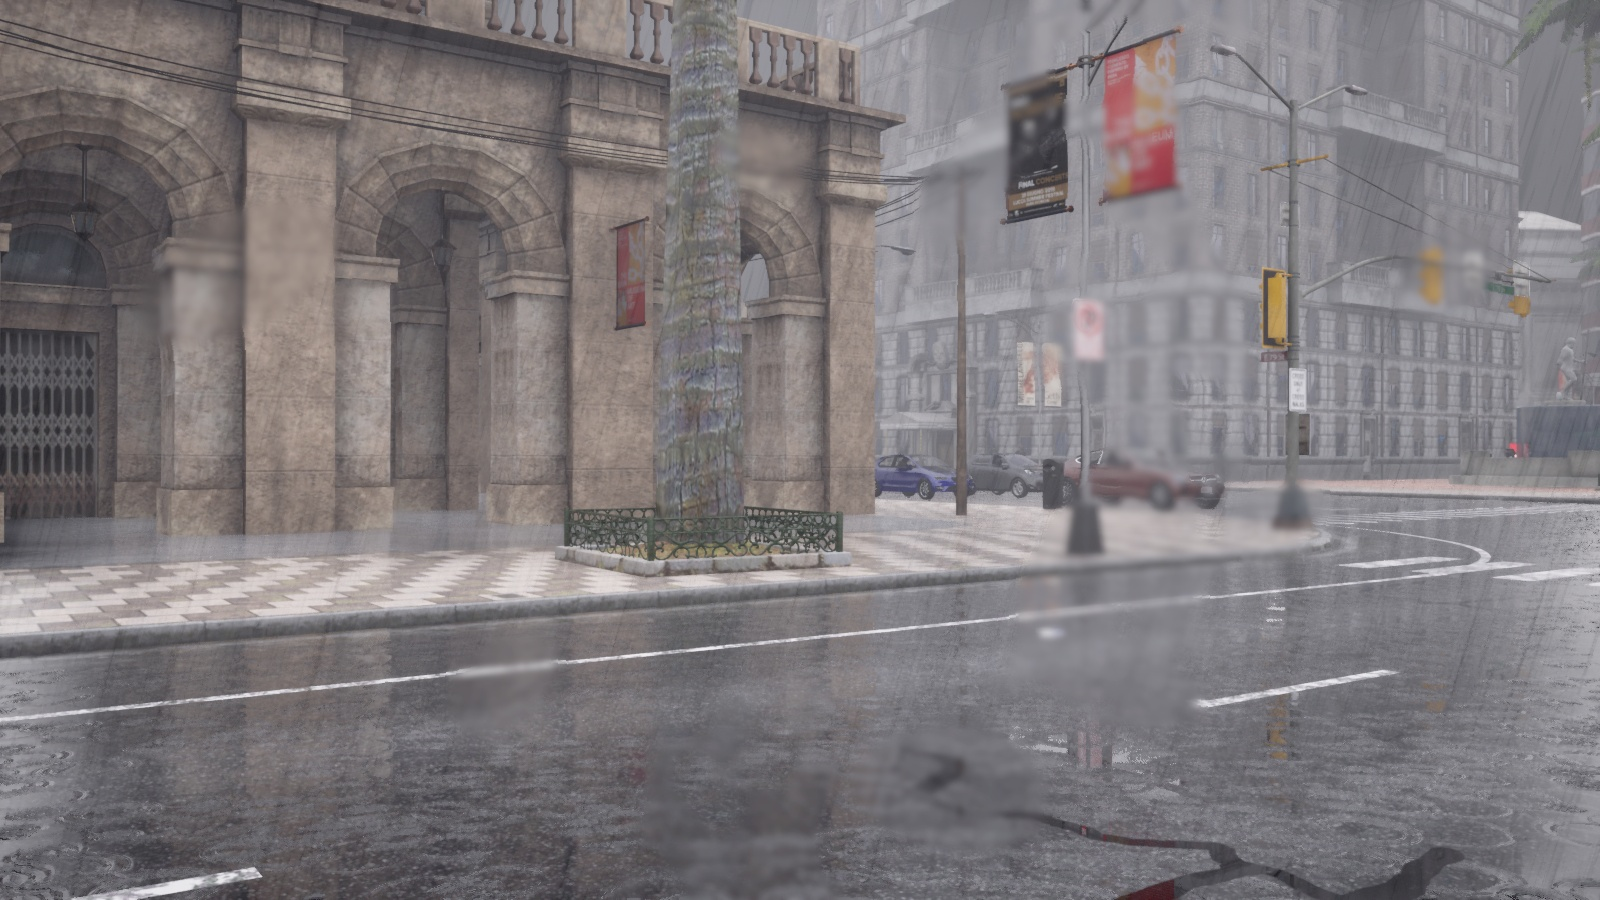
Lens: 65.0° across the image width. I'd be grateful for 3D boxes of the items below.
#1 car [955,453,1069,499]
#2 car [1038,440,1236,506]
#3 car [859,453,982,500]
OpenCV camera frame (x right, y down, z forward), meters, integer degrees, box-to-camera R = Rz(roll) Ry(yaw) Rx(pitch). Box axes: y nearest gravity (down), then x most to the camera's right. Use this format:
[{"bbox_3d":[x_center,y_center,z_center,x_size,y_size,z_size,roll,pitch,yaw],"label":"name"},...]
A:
[{"bbox_3d":[7.234,0.849,43.140,1.845,1.501,3.633,0,0,-35],"label":"car"},{"bbox_3d":[9.144,0.588,34.468,2.152,1.651,5.027,0,0,-35],"label":"car"},{"bbox_3d":[3.948,0.852,41.834,1.816,1.474,4.193,0,0,-34],"label":"car"}]
